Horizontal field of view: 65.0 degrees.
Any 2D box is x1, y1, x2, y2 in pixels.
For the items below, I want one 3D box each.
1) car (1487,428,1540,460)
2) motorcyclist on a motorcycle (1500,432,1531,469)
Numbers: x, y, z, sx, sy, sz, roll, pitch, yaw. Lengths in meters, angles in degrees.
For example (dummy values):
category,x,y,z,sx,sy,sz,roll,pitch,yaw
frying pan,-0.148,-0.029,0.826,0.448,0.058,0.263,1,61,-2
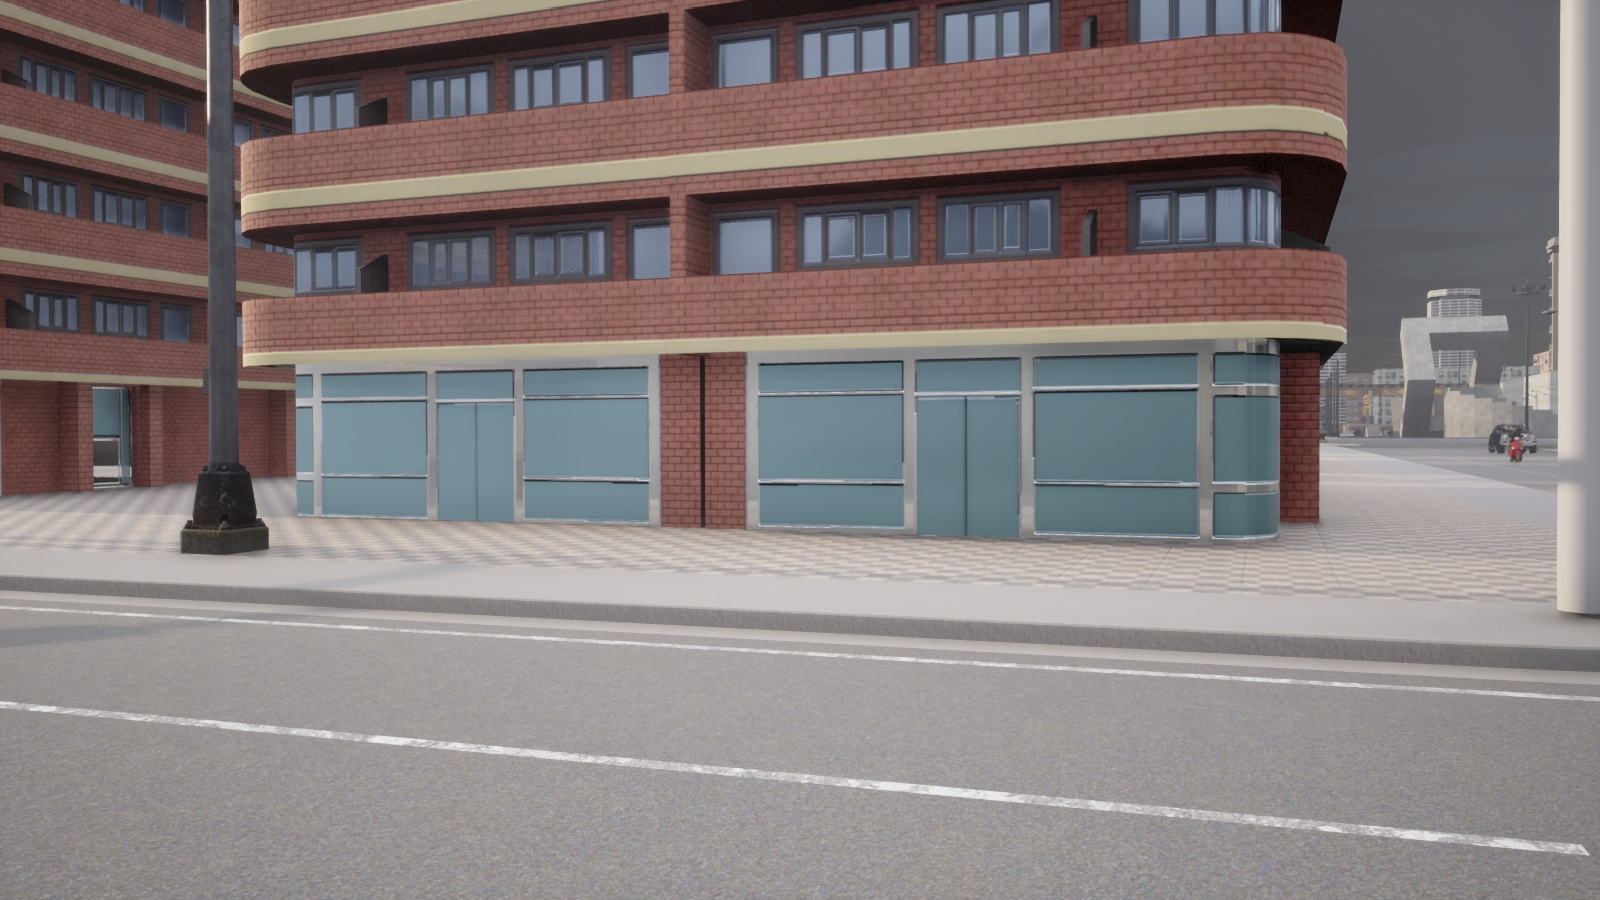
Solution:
category,x,y,z,sx,sy,sz,roll,pitch,yaw
car,42.167,-0.388,74.321,1.932,1.855,4.605,1,1,20
motorcyclist on a motorcycle,31.569,0.011,55.428,0.866,1.590,1.817,1,1,20
